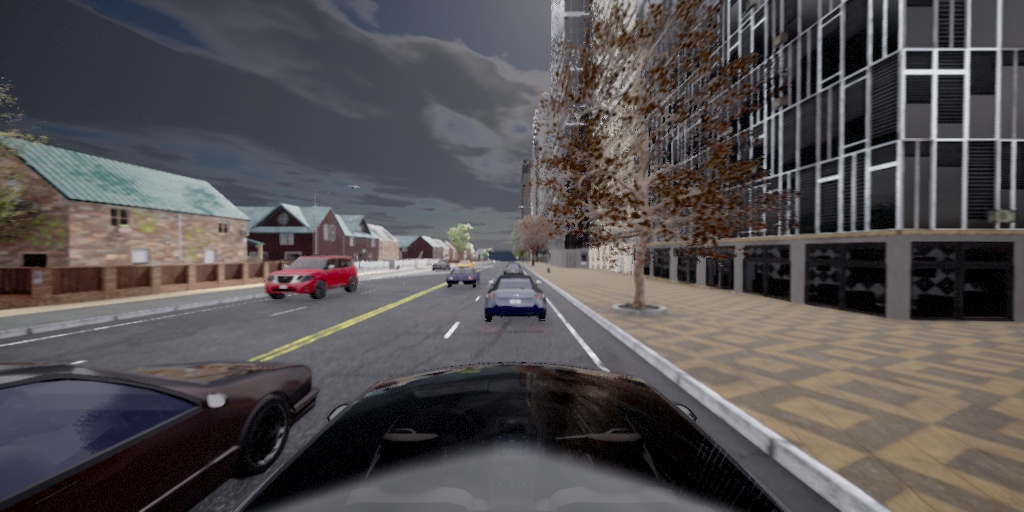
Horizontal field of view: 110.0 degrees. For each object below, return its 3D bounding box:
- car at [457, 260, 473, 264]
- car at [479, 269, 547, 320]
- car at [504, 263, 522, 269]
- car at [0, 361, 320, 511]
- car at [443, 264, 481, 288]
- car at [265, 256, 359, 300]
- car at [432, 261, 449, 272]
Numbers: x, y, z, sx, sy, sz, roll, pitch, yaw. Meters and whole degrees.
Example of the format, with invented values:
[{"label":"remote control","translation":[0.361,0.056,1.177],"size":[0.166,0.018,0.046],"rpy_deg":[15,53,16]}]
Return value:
[{"label":"car","translation":[-6.550,1.364,50.541],"size":[1.882,1.535,5.008],"rpy_deg":[0,0,0]},{"label":"car","translation":[0.102,1.330,12.639],"size":[1.994,1.385,4.181],"rpy_deg":[0,0,0]},{"label":"car","translation":[0.108,1.397,36.478],"size":[1.994,1.385,4.181],"rpy_deg":[0,0,0]},{"label":"car","translation":[-3.153,1.295,1.683],"size":[2.033,1.411,5.357],"rpy_deg":[0,0,0]},{"label":"car","translation":[-3.145,1.393,24.290],"size":[1.895,1.301,4.718],"rpy_deg":[0,0,0]},{"label":"car","translation":[-9.796,0.996,18.159],"size":[2.150,2.045,5.566],"rpy_deg":[0,0,0]},{"label":"car","translation":[-9.798,1.430,50.076],"size":[2.033,1.411,5.357],"rpy_deg":[0,0,1]}]
